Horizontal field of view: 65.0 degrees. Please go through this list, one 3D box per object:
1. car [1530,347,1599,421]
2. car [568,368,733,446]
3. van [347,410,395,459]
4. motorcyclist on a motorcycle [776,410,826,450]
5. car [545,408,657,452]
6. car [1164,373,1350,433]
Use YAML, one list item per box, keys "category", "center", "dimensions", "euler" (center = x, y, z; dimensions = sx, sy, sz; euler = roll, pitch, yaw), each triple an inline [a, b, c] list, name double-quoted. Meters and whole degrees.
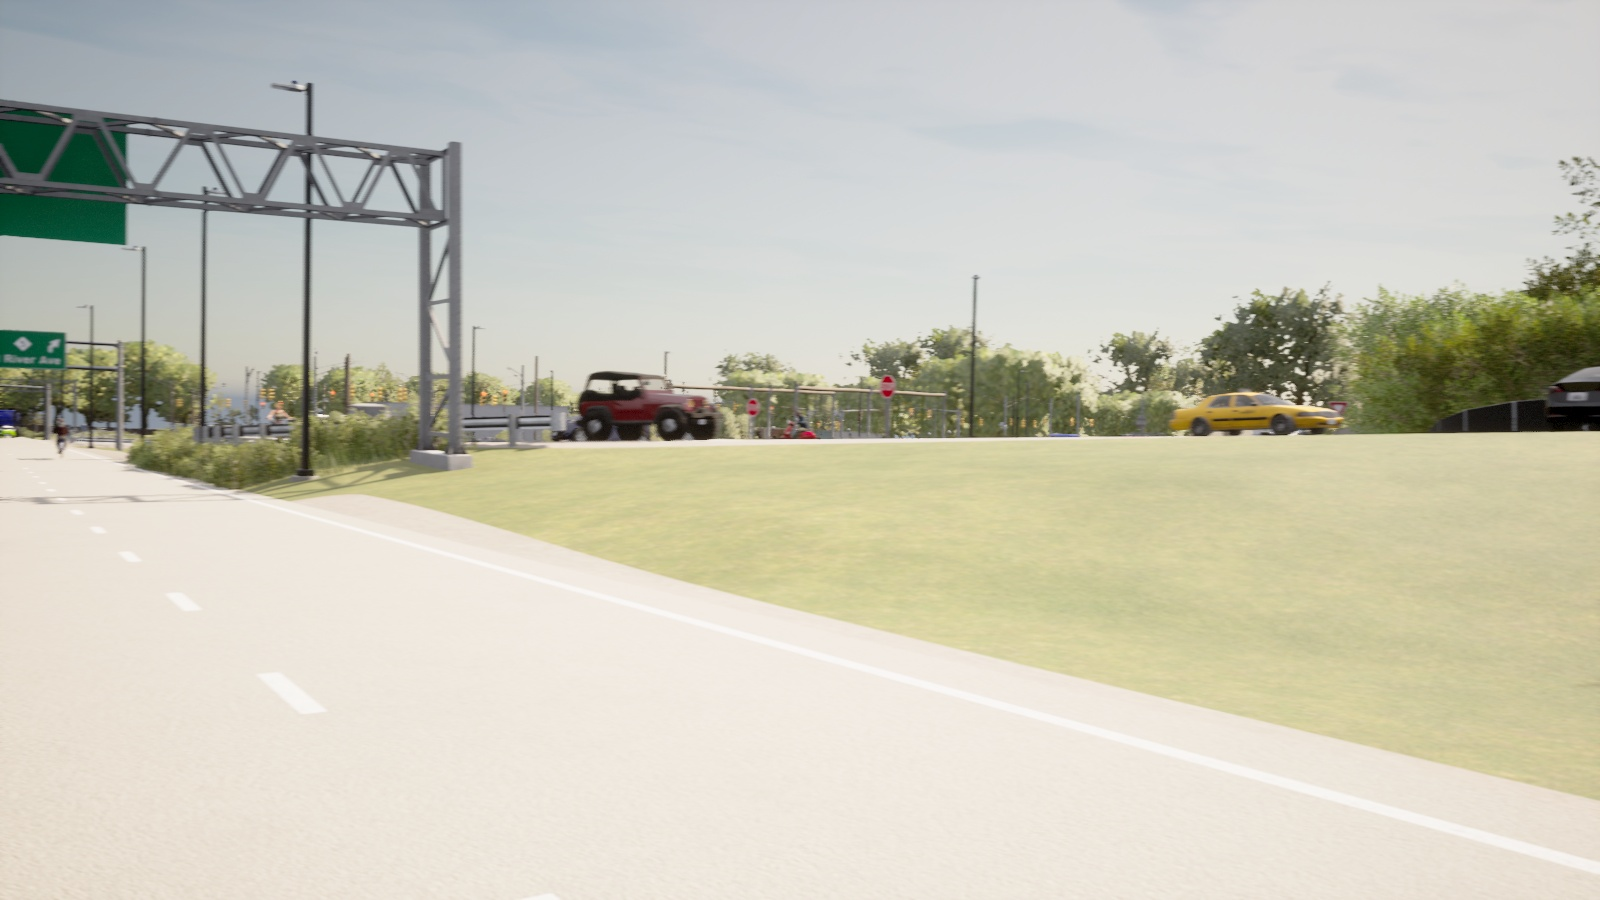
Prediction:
- category: "car"
  center: [18.372, -1.433, 27.217]
  dimensions: [4.792, 1.488, 2.163]
  euler: [-2, 1, -27]
- category: "car"
  center: [-3.958, -1.101, 33.275]
  dimensions: [3.866, 1.878, 1.905]
  euler: [-1, 1, 26]
- category: "van"
  center: [-18.891, -0.638, 55.425]
  dimensions: [1.775, 1.987, 4.442]
  euler: [0, -1, -16]
- category: "motorcyclist on a motorcycle"
  center: [0.046, -0.817, 51.236]
  dimensions: [1.817, 1.590, 0.866]
  euler: [-1, -1, -29]
- category: "car"
  center: [-7.359, -0.704, 46.582]
  dimensions: [3.633, 1.501, 1.845]
  euler: [0, -2, -37]
- category: "car"
  center: [14.113, -1.410, 39.169]
  dimensions: [1.801, 1.575, 5.366]
  euler: [-1, -1, -35]
